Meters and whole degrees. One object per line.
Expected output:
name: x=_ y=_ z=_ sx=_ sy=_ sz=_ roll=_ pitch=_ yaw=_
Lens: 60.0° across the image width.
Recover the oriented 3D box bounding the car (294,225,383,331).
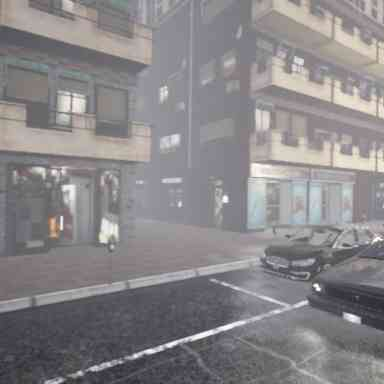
car: x=4.631 y=1.545 z=6.635 sx=5.357 sy=1.411 sz=2.033 roll=0 pitch=0 yaw=-35

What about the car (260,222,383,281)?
car: x=3.787 y=1.548 z=9.204 sx=4.403 sy=1.369 sz=2.008 roll=0 pitch=1 yaw=-35
